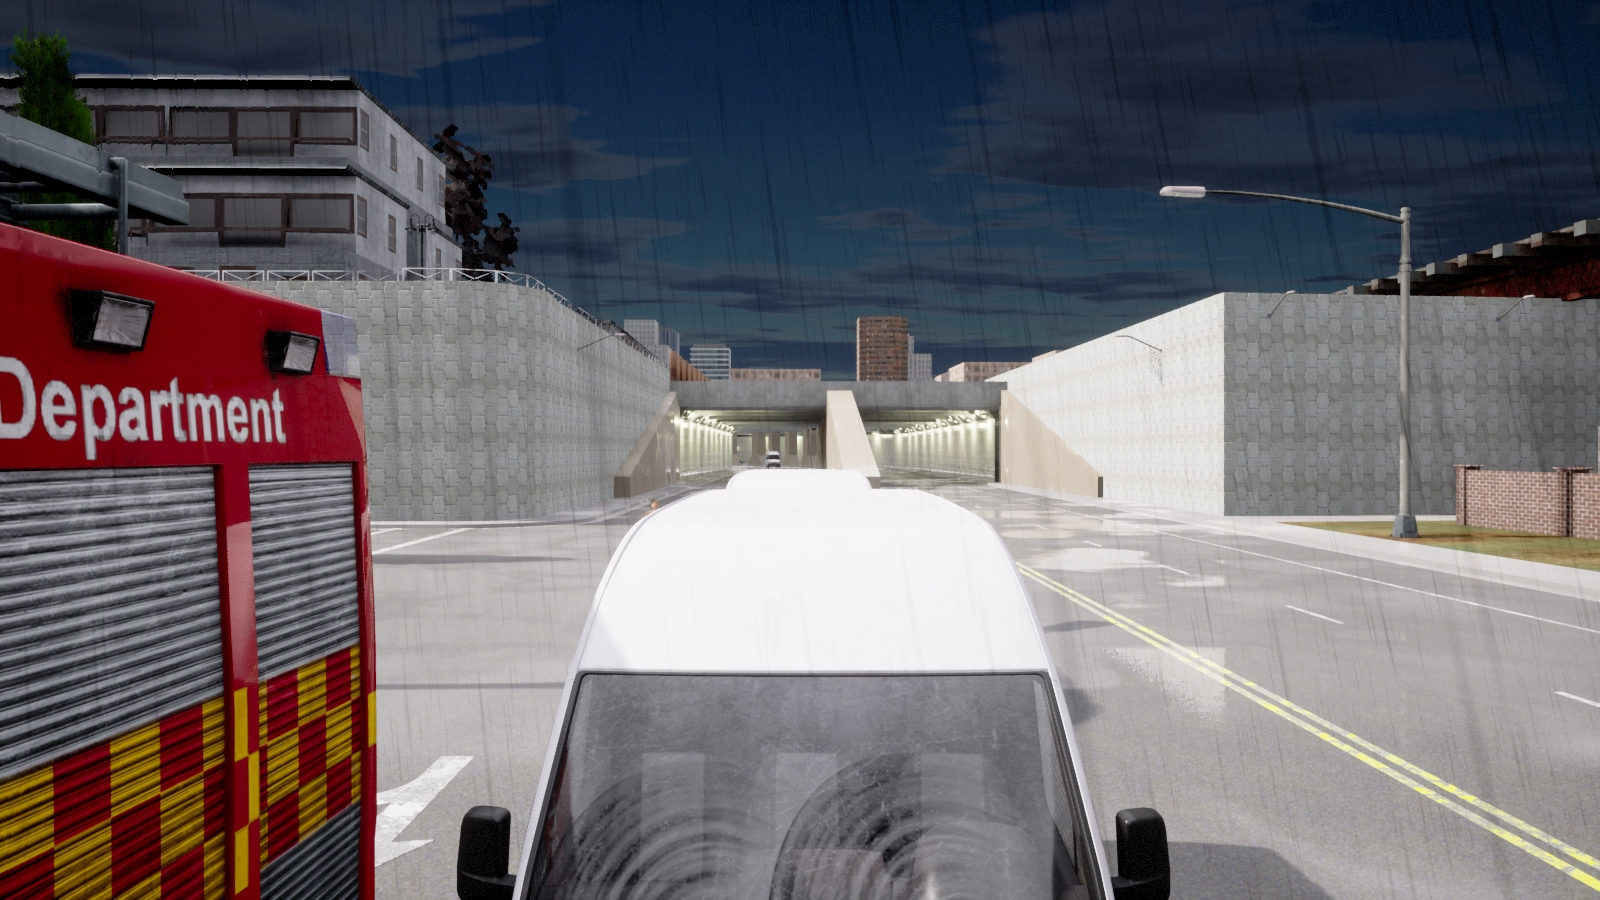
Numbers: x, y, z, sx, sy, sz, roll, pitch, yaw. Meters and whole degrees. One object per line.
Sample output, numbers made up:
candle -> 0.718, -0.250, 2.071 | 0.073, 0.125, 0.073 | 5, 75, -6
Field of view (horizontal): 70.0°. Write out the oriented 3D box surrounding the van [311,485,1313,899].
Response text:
van -> 0.047, 1.534, 5.226 | 1.988, 2.561, 5.915 | 0, 0, 1
